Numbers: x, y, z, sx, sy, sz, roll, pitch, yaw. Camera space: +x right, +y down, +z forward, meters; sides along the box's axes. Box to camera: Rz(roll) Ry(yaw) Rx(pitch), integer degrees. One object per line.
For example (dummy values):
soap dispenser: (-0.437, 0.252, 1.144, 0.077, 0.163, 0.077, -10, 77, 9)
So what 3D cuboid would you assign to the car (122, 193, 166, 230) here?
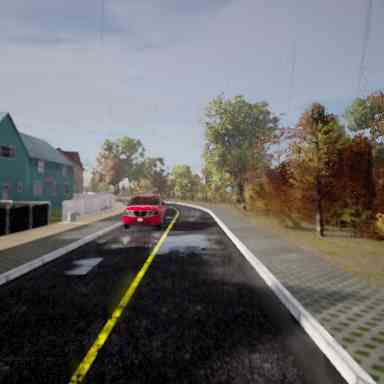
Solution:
car: (-2.857, 1.158, 21.065, 2.150, 2.045, 5.566, 0, 0, 0)

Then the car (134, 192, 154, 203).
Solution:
car: (-8.735, 0.923, 60.346, 2.097, 1.767, 4.553, 0, 1, -29)
